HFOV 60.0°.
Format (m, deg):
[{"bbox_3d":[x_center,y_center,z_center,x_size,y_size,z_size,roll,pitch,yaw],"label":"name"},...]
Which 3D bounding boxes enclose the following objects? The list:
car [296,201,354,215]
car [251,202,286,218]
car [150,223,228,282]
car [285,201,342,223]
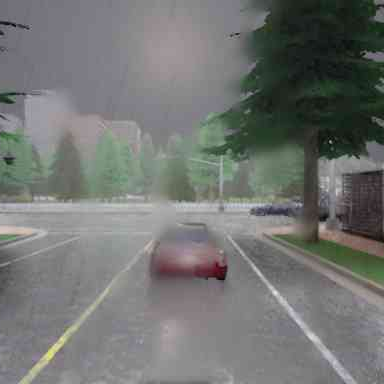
[{"bbox_3d":[13.970,1.693,35.166,5.357,1.411,2.033,0,0,-1],"label":"car"},{"bbox_3d":[7.918,1.660,31.576,4.674,1.442,1.812,0,0,-1],"label":"car"},{"bbox_3d":[-0.139,1.594,9.934,1.994,1.385,4.181,0,0,-2],"label":"car"},{"bbox_3d":[9.811,1.604,24.385,4.902,1.511,2.128,0,0,-3],"label":"car"}]
